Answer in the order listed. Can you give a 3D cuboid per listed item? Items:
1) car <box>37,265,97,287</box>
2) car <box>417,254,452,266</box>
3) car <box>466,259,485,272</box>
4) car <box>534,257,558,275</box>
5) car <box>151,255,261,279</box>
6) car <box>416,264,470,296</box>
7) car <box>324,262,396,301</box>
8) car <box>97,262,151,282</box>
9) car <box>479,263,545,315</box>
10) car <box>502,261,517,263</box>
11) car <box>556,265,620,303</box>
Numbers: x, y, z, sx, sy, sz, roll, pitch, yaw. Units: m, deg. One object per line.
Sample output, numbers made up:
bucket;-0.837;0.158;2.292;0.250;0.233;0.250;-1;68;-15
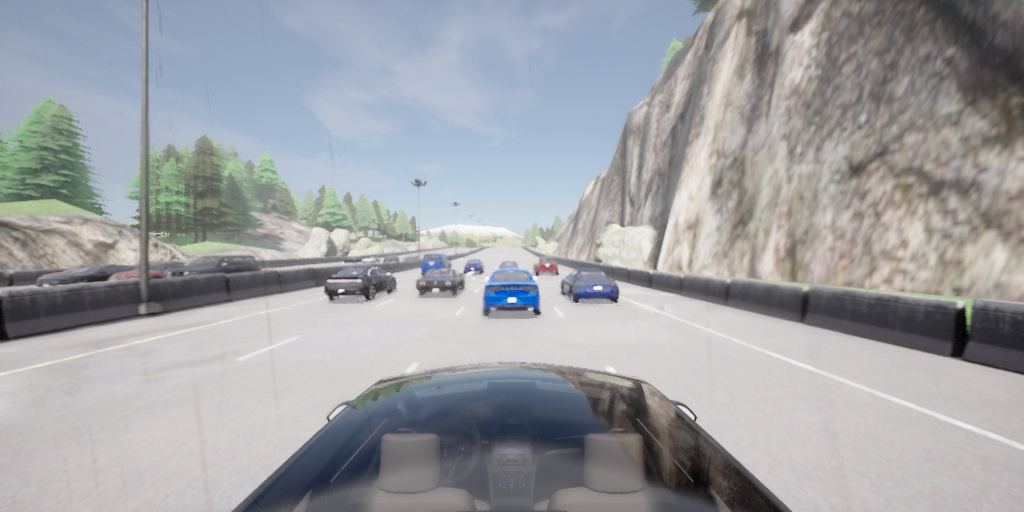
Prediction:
car;-24.819;1.262;21.598;1.882;1.535;5.008;0;0;-1
car;-7.282;0.779;35.003;2.150;2.045;5.566;0;1;-1
car;-3.800;1.045;36.604;1.812;1.442;4.674;0;1;-1
car;3.218;0.860;34.845;2.097;1.767;4.553;0;1;-1
car;-17.821;0.971;21.690;2.150;2.045;5.566;0;0;-1
car;-3.585;1.300;18.972;1.895;1.301;4.718;0;0;-1
car;-7.067;1.220;17.195;2.128;1.511;4.902;0;0;-1
car;-21.320;1.119;21.719;2.097;1.767;4.553;0;0;-1
car;-0.026;1.193;13.500;1.882;1.535;5.008;0;0;-1
car;-0.230;1.122;30.775;2.033;1.411;5.357;0;1;-1
car;3.442;1.246;16.452;1.994;1.385;4.181;0;0;-1
